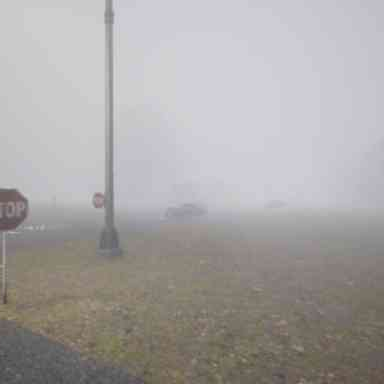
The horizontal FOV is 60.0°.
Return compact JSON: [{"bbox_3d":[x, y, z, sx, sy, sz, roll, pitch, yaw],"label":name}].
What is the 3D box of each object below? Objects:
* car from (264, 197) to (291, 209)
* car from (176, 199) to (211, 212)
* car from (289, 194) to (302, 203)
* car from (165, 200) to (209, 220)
[{"bbox_3d":[12.410,1.764,49.201,2.033,1.411,5.357,0,0,34],"label":"car"},{"bbox_3d":[0.276,1.756,43.732,2.033,1.411,5.357,0,0,34],"label":"car"},{"bbox_3d":[25.027,1.517,80.515,2.150,2.045,5.566,0,0,34],"label":"car"},{"bbox_3d":[-0.537,1.669,29.954,1.812,1.442,4.674,0,0,34],"label":"car"}]
